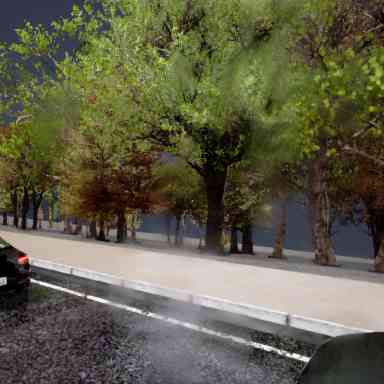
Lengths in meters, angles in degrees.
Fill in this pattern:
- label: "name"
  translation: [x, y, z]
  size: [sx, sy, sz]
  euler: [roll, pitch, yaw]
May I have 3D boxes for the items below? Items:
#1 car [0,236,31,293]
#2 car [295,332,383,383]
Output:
- label: "car"
  translation: [-5.487, 1.524, 7.556]
  size: [4.674, 1.442, 1.812]
  euler: [0, 0, 35]
- label: "car"
  translation: [2.630, 1.564, 1.810]
  size: [4.181, 1.385, 1.994]
  euler: [0, 0, 35]
